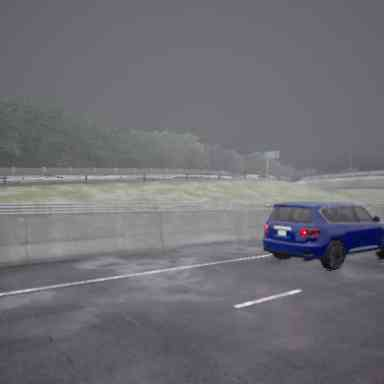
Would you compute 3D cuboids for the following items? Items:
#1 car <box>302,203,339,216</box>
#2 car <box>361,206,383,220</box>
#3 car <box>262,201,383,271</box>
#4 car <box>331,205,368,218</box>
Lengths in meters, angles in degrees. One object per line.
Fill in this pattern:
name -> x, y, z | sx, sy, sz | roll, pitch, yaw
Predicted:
car -> 15.743, 2.134, 40.687 | 4.674, 1.442, 1.812 | 2, -1, -33
car -> 19.956, 2.179, 35.077 | 4.181, 1.385, 1.994 | 2, -1, -34
car -> 4.897, 1.348, 11.565 | 5.566, 2.045, 2.150 | 0, 0, -35
car -> 18.047, 2.182, 38.010 | 4.181, 1.385, 1.994 | 2, -1, -34
